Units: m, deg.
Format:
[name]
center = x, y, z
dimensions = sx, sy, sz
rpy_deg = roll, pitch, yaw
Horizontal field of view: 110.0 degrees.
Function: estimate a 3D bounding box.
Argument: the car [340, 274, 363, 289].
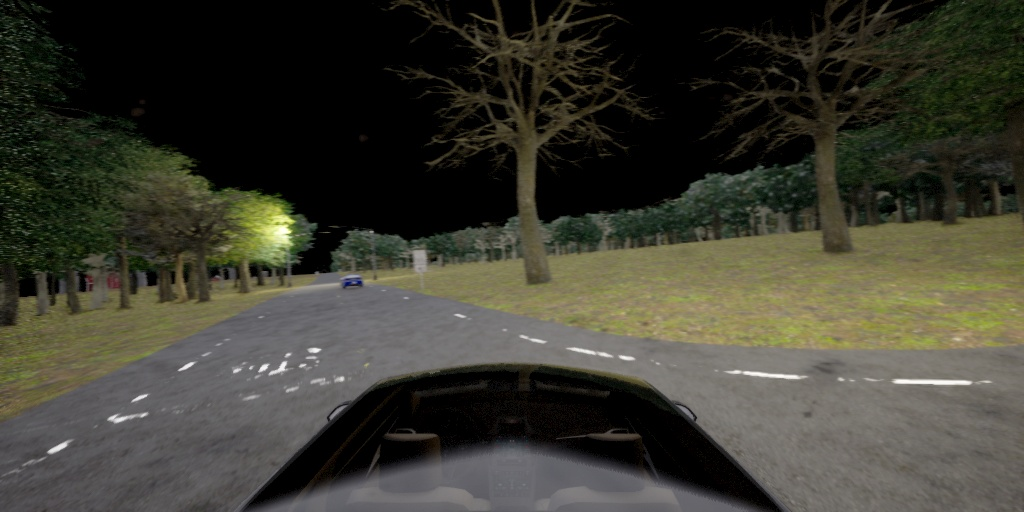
[car]
center = -17.759, 2.770, 39.949
dimensions = 1.882, 1.535, 5.008
rpy_deg = -4, -1, -27
